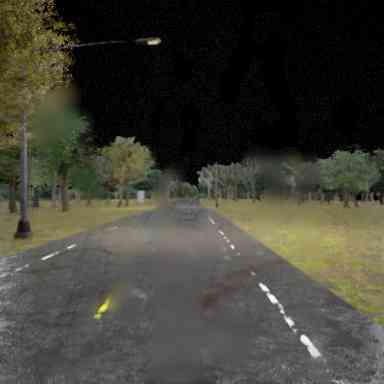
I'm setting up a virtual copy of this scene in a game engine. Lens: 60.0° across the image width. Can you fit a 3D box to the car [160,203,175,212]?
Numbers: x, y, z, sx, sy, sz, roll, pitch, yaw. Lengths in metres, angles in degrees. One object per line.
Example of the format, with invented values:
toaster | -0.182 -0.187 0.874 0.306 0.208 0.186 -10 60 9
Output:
car | -3.575 2.206 48.948 1.895 1.301 4.718 0 -1 0
